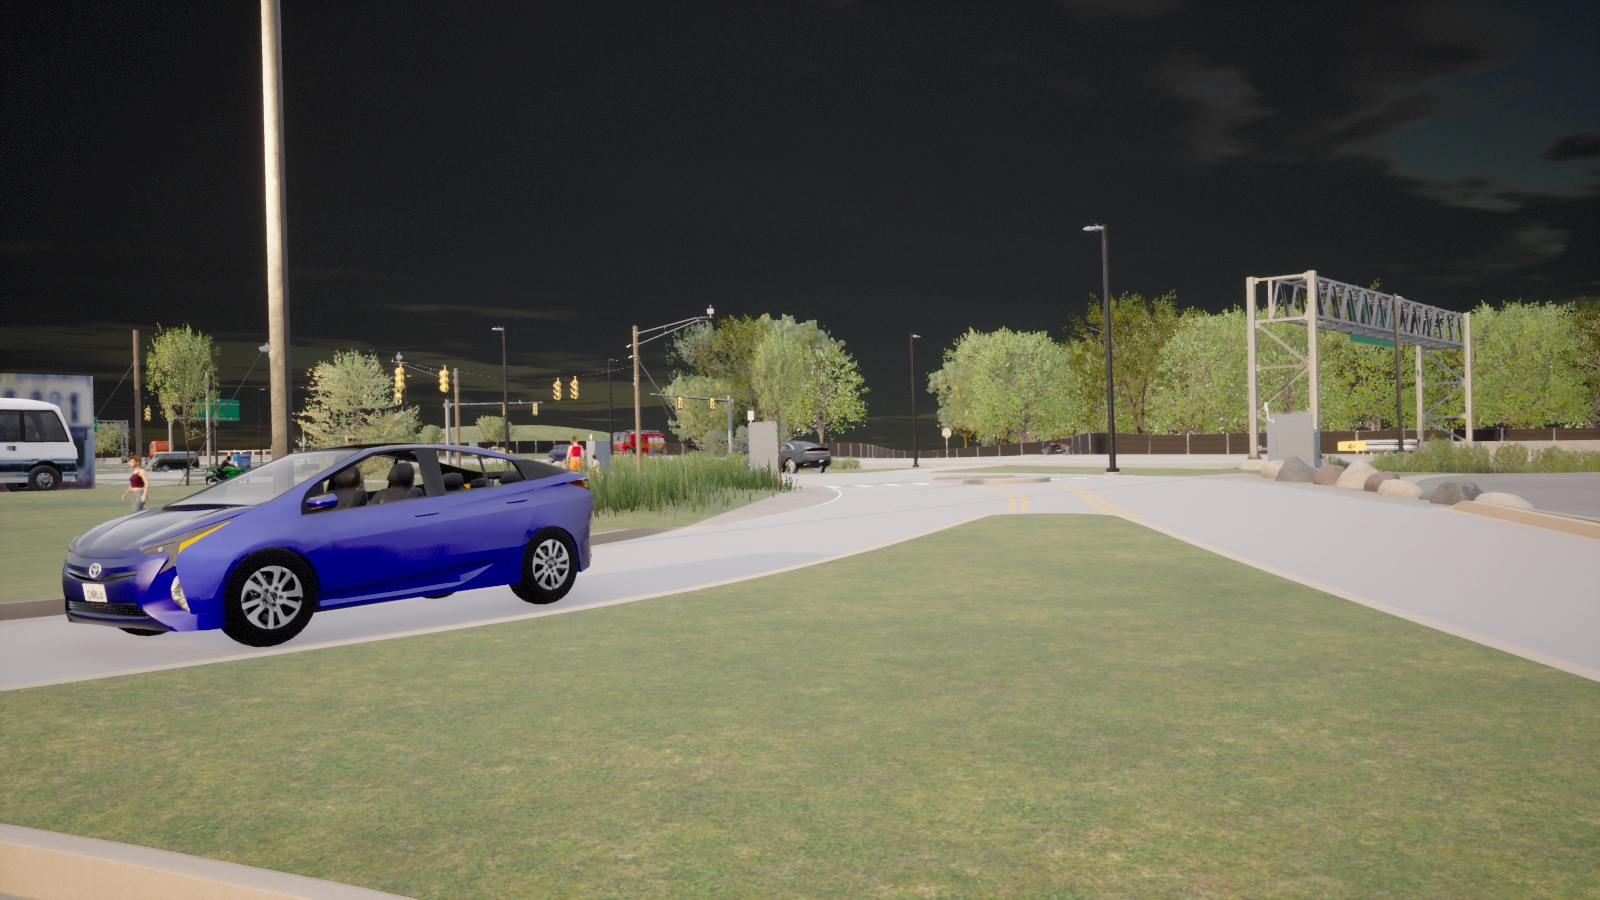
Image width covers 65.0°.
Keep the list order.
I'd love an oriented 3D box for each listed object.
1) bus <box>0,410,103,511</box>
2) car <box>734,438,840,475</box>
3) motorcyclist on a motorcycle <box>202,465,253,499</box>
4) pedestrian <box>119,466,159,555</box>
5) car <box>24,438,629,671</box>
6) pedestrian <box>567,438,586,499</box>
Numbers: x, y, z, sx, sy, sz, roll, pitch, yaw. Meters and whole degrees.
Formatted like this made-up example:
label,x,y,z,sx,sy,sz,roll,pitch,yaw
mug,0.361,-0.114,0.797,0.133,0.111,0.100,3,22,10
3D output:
label,x,y,z,sx,sy,sz,roll,pitch,yaw
bus,-35.869,0.543,53.157,3.944,4.253,10.273,-4,-1,41
car,-0.658,0.309,56.922,2.128,1.511,4.902,-2,0,-40
motorcyclist on a motorcycle,-27.927,1.544,61.276,2.044,1.523,0.797,-4,0,-36
pedestrian,-13.923,1.268,26.466,0.345,1.836,0.594,-3,-1,38
car,-3.809,0.737,10.917,2.007,1.525,4.514,-3,-1,35
pedestrian,-6.820,0.571,38.306,0.345,1.836,0.594,-3,-1,-25
